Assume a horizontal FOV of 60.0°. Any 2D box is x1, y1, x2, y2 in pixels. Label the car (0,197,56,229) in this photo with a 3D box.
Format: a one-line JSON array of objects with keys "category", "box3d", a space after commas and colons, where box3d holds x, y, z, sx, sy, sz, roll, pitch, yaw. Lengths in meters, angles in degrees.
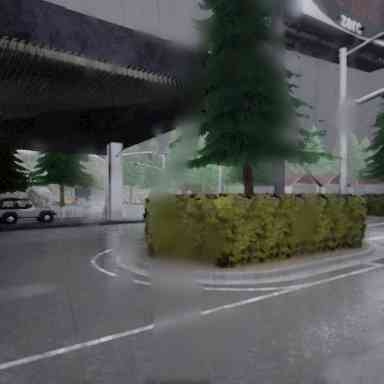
[{"category": "car", "box3d": [-11.847, 1.313, 23.564, 3.866, 1.878, 1.905, 0, 0, -36]}]
